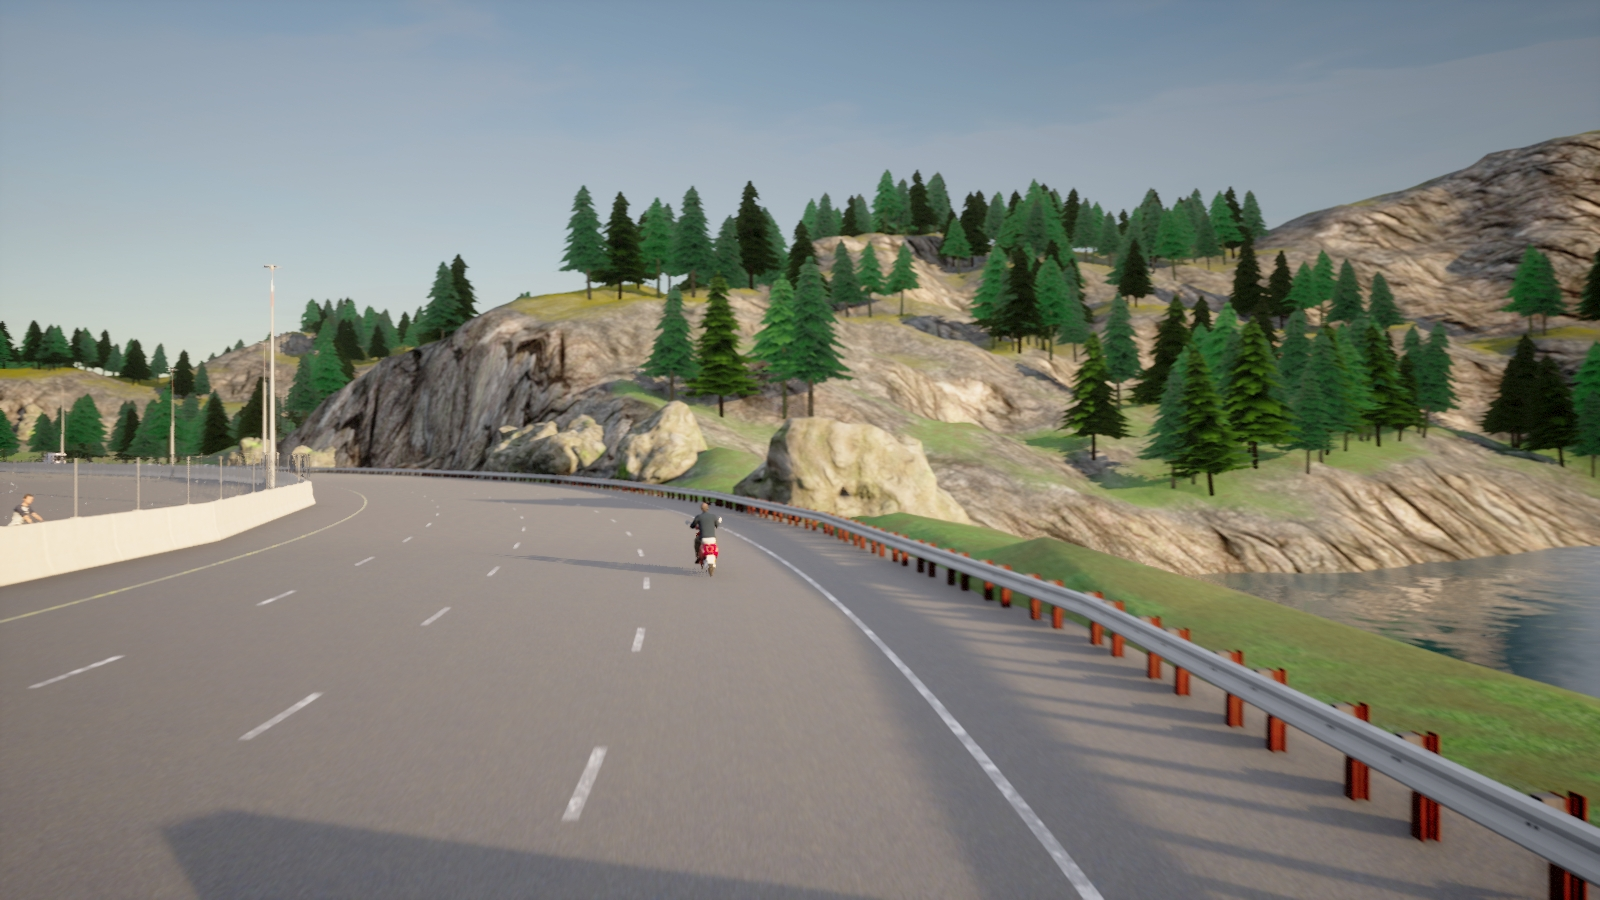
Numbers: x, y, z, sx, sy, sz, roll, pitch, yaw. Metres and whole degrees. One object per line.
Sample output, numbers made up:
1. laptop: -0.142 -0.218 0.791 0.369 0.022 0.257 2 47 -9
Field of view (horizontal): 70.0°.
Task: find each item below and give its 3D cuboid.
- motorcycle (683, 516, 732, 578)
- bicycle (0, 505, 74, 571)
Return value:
1. motorcycle: -2.145 2.197 26.232 0.856 1.236 1.805 -2 0 -12
2. bicycle: -18.219 2.079 27.125 1.643 1.514 0.373 0 0 -7
